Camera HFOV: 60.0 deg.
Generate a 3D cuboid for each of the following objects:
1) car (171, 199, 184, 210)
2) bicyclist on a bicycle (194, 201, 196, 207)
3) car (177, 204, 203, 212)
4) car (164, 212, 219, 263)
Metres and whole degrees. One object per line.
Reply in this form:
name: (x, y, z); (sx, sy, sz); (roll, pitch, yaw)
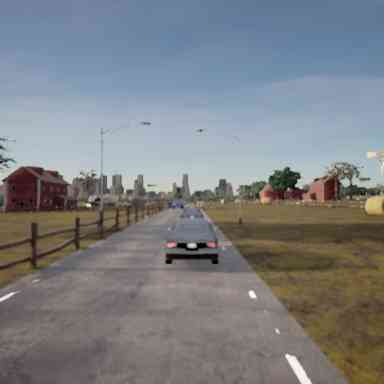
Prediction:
car: (-2.777, 2.388, 65.060); (2.150, 2.045, 5.566); (0, -1, 0)
bicyclist on a bicycle: (0.742, 3.199, 86.890); (0.582, 1.620, 1.656); (0, -2, 0)
car: (0.014, 1.954, 28.560); (1.994, 1.385, 4.181); (0, -1, 1)
car: (0.005, 1.699, 12.579); (2.033, 1.411, 5.357); (0, -1, 0)
